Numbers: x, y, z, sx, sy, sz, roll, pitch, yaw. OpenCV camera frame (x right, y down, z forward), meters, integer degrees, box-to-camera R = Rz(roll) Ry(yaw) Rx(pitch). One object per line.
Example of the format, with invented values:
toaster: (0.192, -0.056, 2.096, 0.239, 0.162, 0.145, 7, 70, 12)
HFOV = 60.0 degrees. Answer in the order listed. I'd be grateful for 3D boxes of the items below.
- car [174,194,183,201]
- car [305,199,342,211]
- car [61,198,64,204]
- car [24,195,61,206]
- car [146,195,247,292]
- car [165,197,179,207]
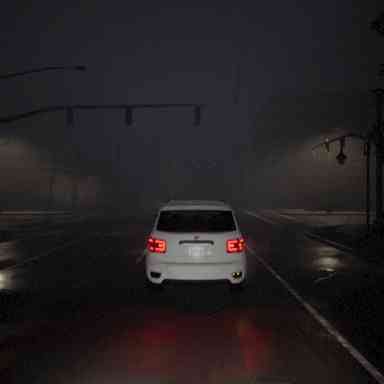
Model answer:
car: (-3.275, 1.347, 81.103, 2.097, 1.767, 4.553, 0, 0, 0)
car: (16.225, 1.560, 41.091, 4.181, 1.385, 1.994, 0, 0, 0)
car: (-24.018, 1.450, 56.775, 3.806, 1.475, 1.970, 0, 0, 1)
car: (-23.303, 1.290, 51.024, 4.611, 1.667, 2.242, 0, 0, 1)
car: (0.089, 1.221, 9.091, 2.150, 2.045, 5.566, 0, 0, 0)
car: (-3.120, 1.542, 52.584, 2.033, 1.411, 5.357, 0, 0, 0)
